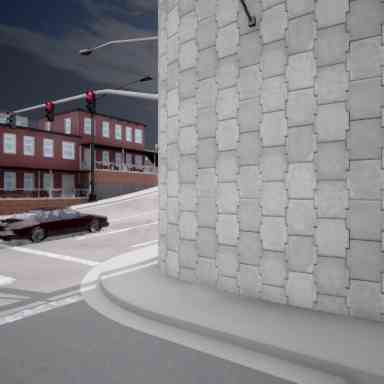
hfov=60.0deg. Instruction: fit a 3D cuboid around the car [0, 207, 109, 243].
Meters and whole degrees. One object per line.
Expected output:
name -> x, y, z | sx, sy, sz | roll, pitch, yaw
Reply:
car -> -6.528, 1.437, 15.751 | 2.033, 1.411, 5.357 | 0, 3, 35
